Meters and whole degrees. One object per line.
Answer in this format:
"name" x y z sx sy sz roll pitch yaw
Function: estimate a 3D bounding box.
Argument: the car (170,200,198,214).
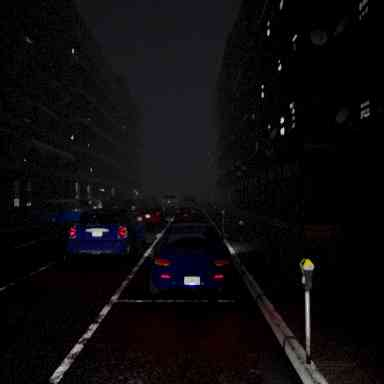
"car" -0.437 1.572 26.224 1.887 1.381 4.507 1 0 0

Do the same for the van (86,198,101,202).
"van" -8.313 1.368 26.285 1.690 1.788 3.998 1 0 0

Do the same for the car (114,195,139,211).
"car" -8.313 1.379 42.876 2.192 1.841 5.009 1 0 0

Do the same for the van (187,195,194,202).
"van" -0.472 1.576 87.068 1.690 1.788 3.998 1 0 0

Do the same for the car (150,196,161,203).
"car" -8.322 1.725 76.059 1.887 1.381 4.507 1 0 0

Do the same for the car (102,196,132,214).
"car" -8.313 1.366 37.346 2.192 1.841 5.009 1 0 0

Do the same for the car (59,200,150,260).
"car" -3.019 1.360 12.644 2.097 1.767 4.553 0 0 0

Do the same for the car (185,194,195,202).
"car" -0.471 1.521 81.536 2.192 1.841 5.009 1 0 0

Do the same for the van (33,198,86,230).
"van" -8.312 1.359 20.753 1.690 1.788 3.998 2 0 0

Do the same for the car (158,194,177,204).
"car" -2.929 1.290 44.916 2.150 2.045 5.566 0 0 0

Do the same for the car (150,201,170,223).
"car" -2.947 1.588 24.243 1.994 1.385 4.181 0 0 0

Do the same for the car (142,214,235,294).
"car" 0.003 1.531 8.653 1.812 1.442 4.674 0 0 0

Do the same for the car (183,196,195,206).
"car" -0.472 1.553 59.411 1.967 1.590 4.097 1 0 0

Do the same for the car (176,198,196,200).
"car" -0.438 1.583 31.754 1.887 1.381 4.507 1 0 0

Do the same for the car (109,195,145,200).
"car" -5.863 1.387 30.493 2.097 1.767 4.553 0 0 0

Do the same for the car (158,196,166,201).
"car" -8.324 1.847 92.652 1.802 1.307 4.206 1 0 0

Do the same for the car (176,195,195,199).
"car" -0.428 1.490 37.286 1.967 1.590 4.097 1 0 0

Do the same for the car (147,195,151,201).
"car" -8.320 1.661 53.938 1.947 1.339 4.313 1 0 0

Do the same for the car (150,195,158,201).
"car" -8.316 1.471 70.528 2.192 1.841 5.009 1 0 0
